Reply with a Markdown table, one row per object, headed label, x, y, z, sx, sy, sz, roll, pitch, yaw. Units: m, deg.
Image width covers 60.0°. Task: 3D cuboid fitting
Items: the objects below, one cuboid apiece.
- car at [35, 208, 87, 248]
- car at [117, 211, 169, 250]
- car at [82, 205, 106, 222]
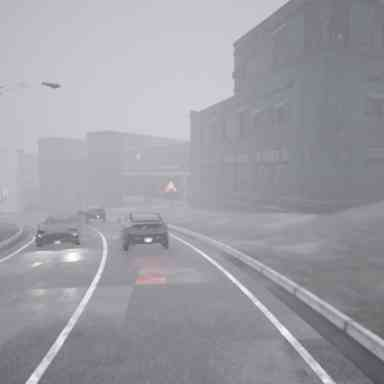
| label | x | y | z | sx | sy | sz | roll | pitch | yaw |
| --- | --- | --- | --- | --- | --- | --- | --- | --- | --- |
| car | -6.399 | 1.763 | 16.410 | 2.033 | 1.411 | 5.357 | -1 | -1 | -18 |
| car | -2.246 | 1.598 | 14.921 | 1.837 | 1.490 | 4.892 | -1 | -1 | -14 |
| car | -9.712 | 2.015 | 31.907 | 1.837 | 1.490 | 4.892 | -2 | -1 | -31 |
